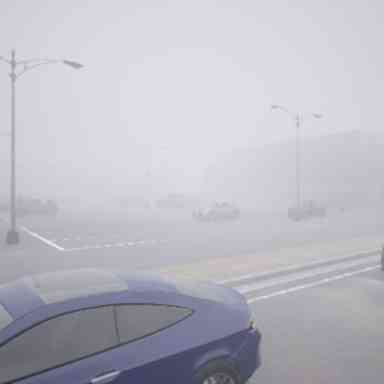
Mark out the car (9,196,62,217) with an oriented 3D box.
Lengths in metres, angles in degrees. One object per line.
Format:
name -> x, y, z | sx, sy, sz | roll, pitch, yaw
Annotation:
car -> -13.965, 1.373, 29.683 | 3.633, 1.501, 1.845 | 0, 0, -35

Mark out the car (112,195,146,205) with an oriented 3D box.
car -> -10.265, 1.243, 55.916 | 5.027, 1.636, 2.152 | 0, 0, -35

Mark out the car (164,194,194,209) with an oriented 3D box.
car -> -0.883, 1.162, 43.321 | 4.605, 1.855, 1.932 | 0, 0, -35

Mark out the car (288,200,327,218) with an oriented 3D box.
car -> 9.711, 1.409, 28.051 | 3.633, 1.501, 1.845 | 0, 0, -35

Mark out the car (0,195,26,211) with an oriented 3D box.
car -> -19.688, 1.367, 37.875 | 4.514, 1.523, 2.007 | 0, 0, -35

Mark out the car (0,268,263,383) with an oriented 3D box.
car -> -1.359, 1.531, 2.989 | 4.674, 1.442, 1.812 | 0, 0, -36

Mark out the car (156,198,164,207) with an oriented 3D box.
car -> -2.894, 1.146, 45.458 | 3.866, 1.878, 1.905 | 0, 0, -35

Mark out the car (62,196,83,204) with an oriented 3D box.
car -> -22.098, 1.401, 59.908 | 4.514, 1.523, 2.007 | 0, 0, -35

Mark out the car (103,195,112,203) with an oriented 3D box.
car -> -14.227, 1.332, 60.975 | 3.806, 1.475, 1.970 | 0, 0, -35

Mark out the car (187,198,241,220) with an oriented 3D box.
car -> 1.928, 1.422, 26.212 | 3.806, 1.475, 1.970 | 0, 0, -35

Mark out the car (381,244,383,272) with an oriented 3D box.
car -> 7.156, 1.361, 9.132 | 4.553, 1.767, 2.097 | 0, 0, -36
